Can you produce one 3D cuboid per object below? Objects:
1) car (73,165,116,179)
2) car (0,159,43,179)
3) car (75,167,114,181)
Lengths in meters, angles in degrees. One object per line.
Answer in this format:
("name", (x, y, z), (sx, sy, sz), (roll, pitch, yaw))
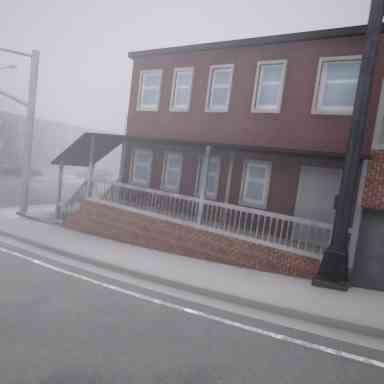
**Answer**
("car", (-12.953, -2.672, 44.634), (2.033, 1.411, 5.357), (11, 6, 35))
("car", (-17.438, -2.146, 32.491), (2.033, 1.411, 5.357), (11, 6, 37))
("car", (-11.801, -2.184, 40.297), (1.837, 1.490, 4.892), (11, 7, 35))
